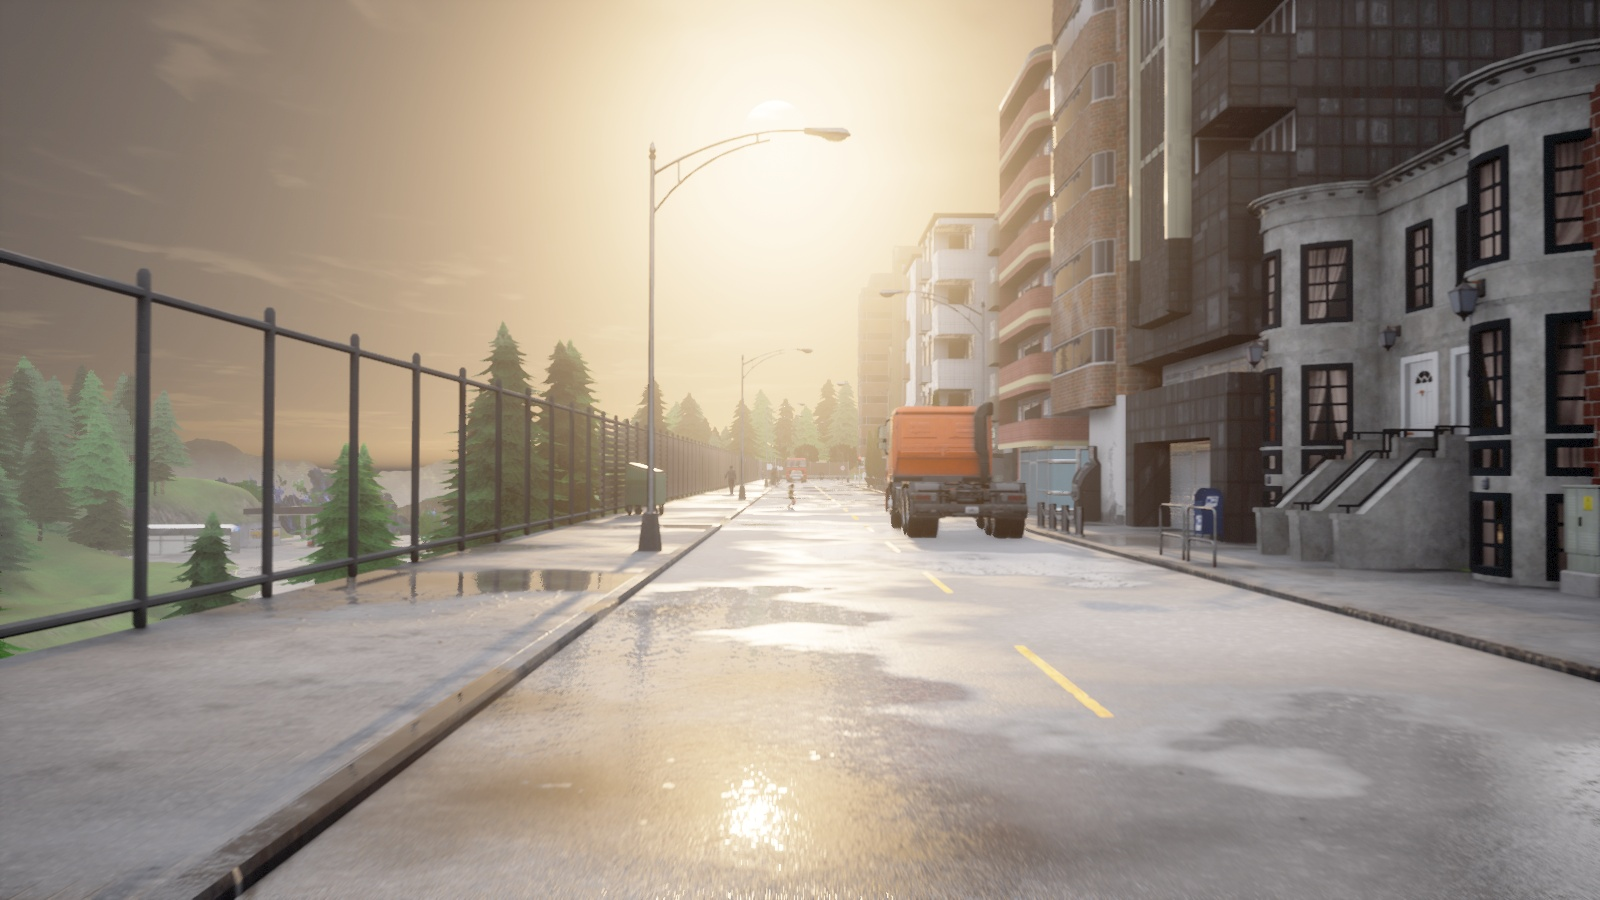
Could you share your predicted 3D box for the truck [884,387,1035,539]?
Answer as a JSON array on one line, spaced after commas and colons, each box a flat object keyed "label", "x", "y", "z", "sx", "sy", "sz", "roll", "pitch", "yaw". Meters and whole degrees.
[{"label": "truck", "x": 3.904, "y": 0.364, "z": 32.684, "sx": 2.891, "sy": 3.462, "sz": 7.936, "roll": 0, "pitch": -1, "yaw": 0}]

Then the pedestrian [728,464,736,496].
[{"label": "pedestrian", "x": -4.139, "y": 1.822, "z": 76.497, "sx": 0.423, "sy": 1.949, "sz": 0.788, "roll": 0, "pitch": -1, "yaw": 0}]
